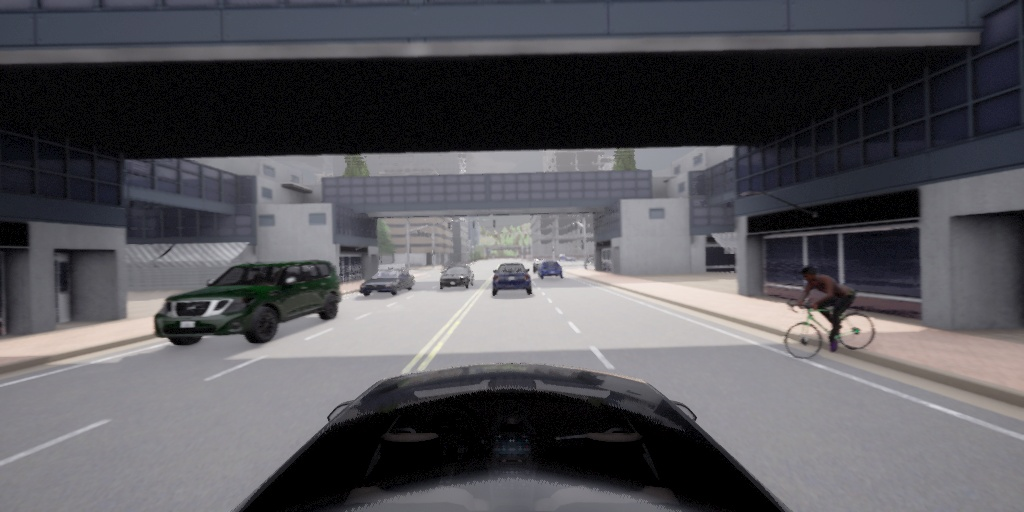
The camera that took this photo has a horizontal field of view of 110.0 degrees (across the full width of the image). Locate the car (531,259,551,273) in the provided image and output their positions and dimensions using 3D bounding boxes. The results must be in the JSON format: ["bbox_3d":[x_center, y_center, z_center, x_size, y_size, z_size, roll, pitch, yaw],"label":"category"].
[{"bbox_3d":[3.564,1.205,43.522,2.128,1.511,4.902,-2,0,7],"label":"car"}]

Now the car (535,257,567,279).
[{"bbox_3d":[3.363,1.181,32.095,1.882,1.535,5.008,-1,0,0],"label":"car"}]

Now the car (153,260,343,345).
[{"bbox_3d":[-7.170,1.167,10.666,2.150,2.045,5.566,-1,0,0],"label":"car"}]

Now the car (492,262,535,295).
[{"bbox_3d":[-0.026,1.131,20.450,2.097,1.767,4.553,-1,0,0],"label":"car"}]

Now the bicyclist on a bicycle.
[{"bbox_3d":[5.603,0.982,6.425,1.656,1.620,0.582,-11,0,0],"label":"bicyclist on a bicycle"}]

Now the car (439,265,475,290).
[{"bbox_3d":[-3.645,1.387,24.369,1.882,1.535,5.008,-1,0,0],"label":"car"}]

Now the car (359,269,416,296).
[{"bbox_3d":[-7.217,1.507,21.432,2.033,1.411,5.357,-1,0,0],"label":"car"}]
